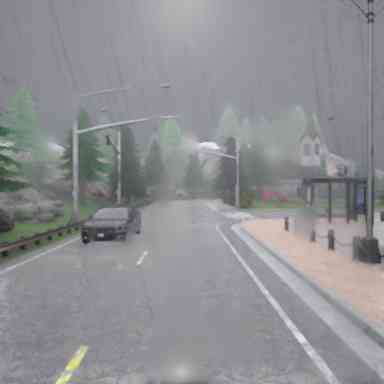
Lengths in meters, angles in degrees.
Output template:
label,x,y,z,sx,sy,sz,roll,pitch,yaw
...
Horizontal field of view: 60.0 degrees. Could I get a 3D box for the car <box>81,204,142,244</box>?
label,x,y,z,sx,sy,sz,roll,pitch,yaw
car,-3.504,1.362,15.259,1.882,1.535,5.008,0,1,0
